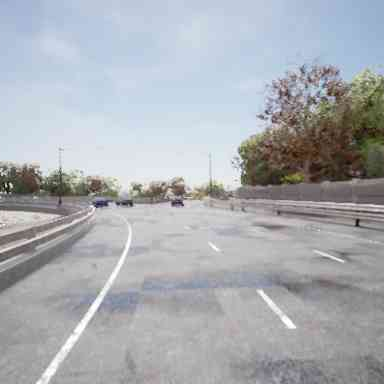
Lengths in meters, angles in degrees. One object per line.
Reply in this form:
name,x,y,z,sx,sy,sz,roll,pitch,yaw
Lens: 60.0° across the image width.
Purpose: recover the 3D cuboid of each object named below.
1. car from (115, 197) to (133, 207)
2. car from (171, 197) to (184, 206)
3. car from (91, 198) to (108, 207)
car,-11.187,1.639,54.531,1.837,1.490,4.892,0,-1,-30
car,-2.406,1.538,55.363,1.837,1.490,4.892,-2,0,-2
car,-15.273,1.663,54.599,1.882,1.535,5.008,0,0,-31
